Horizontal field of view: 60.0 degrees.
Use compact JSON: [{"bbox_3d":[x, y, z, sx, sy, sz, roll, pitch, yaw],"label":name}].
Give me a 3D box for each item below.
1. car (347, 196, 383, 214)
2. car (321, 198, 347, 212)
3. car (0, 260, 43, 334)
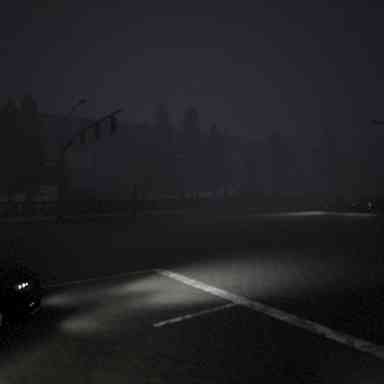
[{"bbox_3d":[18.519,1.245,34.402,4.553,1.767,2.097,0,0,-35],"label":"car"},{"bbox_3d":[16.406,1.386,37.194,4.902,1.511,2.128,0,0,-35],"label":"car"},{"bbox_3d":[-4.784,1.495,4.657,4.902,1.511,2.128,0,0,-35],"label":"car"}]
